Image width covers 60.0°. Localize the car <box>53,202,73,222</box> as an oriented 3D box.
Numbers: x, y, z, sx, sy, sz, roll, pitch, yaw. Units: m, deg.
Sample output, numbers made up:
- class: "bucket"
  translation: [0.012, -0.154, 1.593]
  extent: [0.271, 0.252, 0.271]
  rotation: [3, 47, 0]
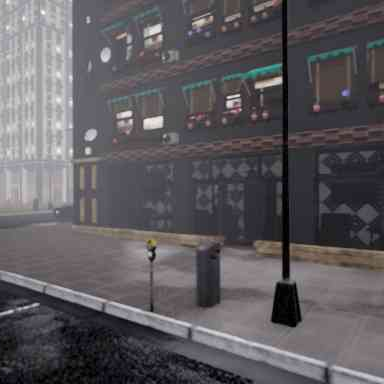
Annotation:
- class: "car"
  translation: [-7.365, 1.289, 22.884]
  extent: [1.947, 1.339, 4.313]
  rotation: [1, 1, 35]
